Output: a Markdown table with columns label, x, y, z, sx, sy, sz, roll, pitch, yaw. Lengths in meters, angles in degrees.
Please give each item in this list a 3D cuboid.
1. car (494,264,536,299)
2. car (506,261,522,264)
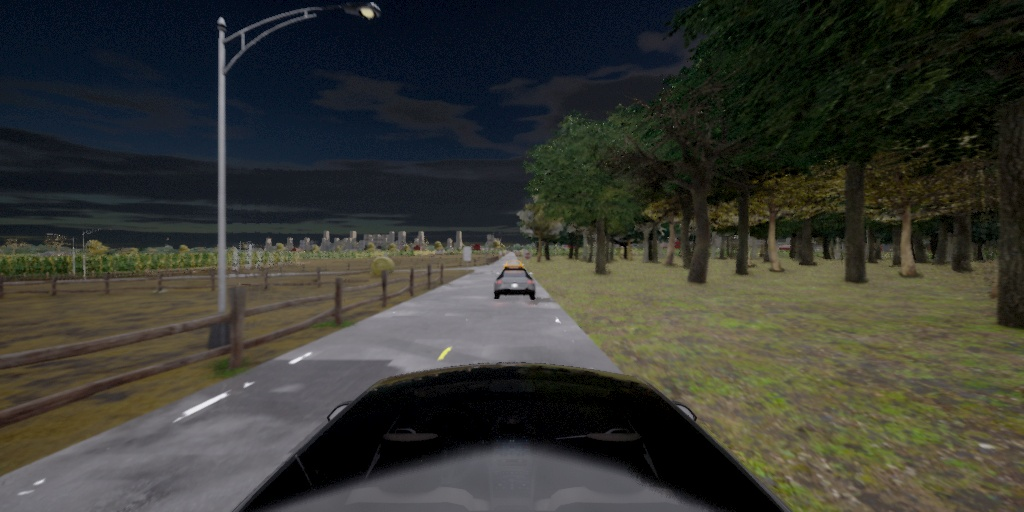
| label | x | y | z | sx | sy | sz | roll | pitch | yaw |
| --- | --- | --- | --- | --- | --- | --- | --- | --- | --- |
| car | 0.125 | 1.292 | 18.011 | 1.994 | 1.385 | 4.181 | 0 | 0 | 0 |
| car | 0.149 | 1.168 | 33.632 | 1.882 | 1.535 | 5.008 | 0 | 0 | 0 |
